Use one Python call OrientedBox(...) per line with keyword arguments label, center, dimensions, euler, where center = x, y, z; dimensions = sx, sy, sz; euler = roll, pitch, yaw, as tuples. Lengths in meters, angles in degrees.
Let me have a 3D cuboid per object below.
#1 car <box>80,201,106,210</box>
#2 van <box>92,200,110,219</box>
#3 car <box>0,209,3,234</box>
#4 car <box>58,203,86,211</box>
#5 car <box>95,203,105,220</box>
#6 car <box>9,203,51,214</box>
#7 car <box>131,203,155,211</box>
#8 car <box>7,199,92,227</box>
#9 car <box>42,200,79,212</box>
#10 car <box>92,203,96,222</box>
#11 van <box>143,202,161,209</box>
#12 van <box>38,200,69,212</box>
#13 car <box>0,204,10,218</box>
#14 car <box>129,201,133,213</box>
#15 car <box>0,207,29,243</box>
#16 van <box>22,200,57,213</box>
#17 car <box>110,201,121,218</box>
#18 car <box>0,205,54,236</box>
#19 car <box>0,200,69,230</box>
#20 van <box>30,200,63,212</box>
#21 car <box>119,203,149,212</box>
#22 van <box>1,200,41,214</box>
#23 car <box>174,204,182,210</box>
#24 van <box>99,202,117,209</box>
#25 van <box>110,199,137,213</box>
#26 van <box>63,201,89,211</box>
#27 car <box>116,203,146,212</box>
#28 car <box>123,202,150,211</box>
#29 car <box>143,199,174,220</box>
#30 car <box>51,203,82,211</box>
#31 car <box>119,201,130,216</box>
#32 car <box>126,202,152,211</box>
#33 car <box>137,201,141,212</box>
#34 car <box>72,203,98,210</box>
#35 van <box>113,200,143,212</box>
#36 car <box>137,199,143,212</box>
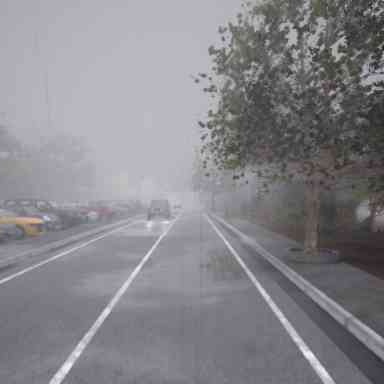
OrientedBox(label="car", center=(-23.348, 3.216, 78.630), dimensions=(5.566, 2.045, 2.435), euler=(0, -2, 0))
OrientedBox(label="van", center=(-10.440, 1.706, 31.378), dimensions=(4.442, 1.987, 1.878), euler=(0, -1, 0))
OrientedBox(label="car", center=(-10.149, 1.538, 11.959), dimensions=(5.366, 1.575, 1.946), euler=(0, -1, 0))
OrientedBox(label="car", center=(-23.382, 2.970, 64.778), dimensions=(4.674, 1.452, 2.002), euler=(0, -2, 0))
OrientedBox(label="car", center=(-10.327, 1.909, 28.596), dimensions=(4.674, 1.452, 2.002), euler=(0, -1, 0))
OrientedBox(label="car", center=(-23.399, 2.313, 48.189), dimensions=(5.008, 1.535, 2.097), euler=(0, -1, 0))
OrientedBox(label="car", center=(-10.295, 3.142, 70.200), dimensions=(4.892, 1.521, 2.231), euler=(0, -2, 0))
OrientedBox(label="car", center=(-10.300, 1.492, 23.052), dimensions=(5.566, 2.045, 2.435), euler=(0, -1, 0))
OrientedBox(label="car", center=(-23.359, 2.459, 59.128), dimensions=(5.566, 2.045, 2.435), euler=(0, -2, 0))
OrientedBox(label="car", center=(-10.356, 1.836, 25.822), dimensions=(4.792, 1.488, 2.163), euler=(0, -1, 0))
OrientedBox(label="van", center=(-10.409, 3.561, 86.853), dimensions=(4.442, 1.987, 1.878), euler=(0, -2, 0))
OrientedBox(label="van", center=(-23.506, 2.377, 56.358), dimensions=(4.442, 1.987, 1.878), euler=(0, -2, 0))
OrientedBox(label="car", center=(-23.394, 2.063, 37.112), dimensions=(4.892, 1.521, 2.231), euler=(0, -1, 0))
OrientedBox(label="car", center=(-10.320, 2.224, 42.474), dimensions=(4.674, 1.452, 2.002), euler=(0, -1, 0))
OrientedBox(label="car", center=(-10.338, 1.581, 14.727), dimensions=(4.892, 1.521, 2.231), euler=(0, -1, 0))
OrientedBox(label="van", center=(-23.276, 2.162, 50.814), dimensions=(4.442, 1.987, 1.878), euler=(0, -2, 0))
OrientedBox(label="car", center=(-10.327, 1.995, 34.148), dimensions=(5.008, 1.535, 2.097), euler=(0, -1, 0))
OrientedBox(label="car", center=(-10.338, 1.627, 17.499), dimensions=(5.008, 1.535, 2.097), euler=(0, -1, 0))
OrientedBox(label="car", center=(-10.361, 1.557, 20.278), dimensions=(4.553, 1.767, 2.185), euler=(0, -1, 0))
OrientedBox(label="van", center=(-23.507, 2.275, 53.715), dimensions=(4.442, 1.987, 1.878), euler=(0, -2, 0))
OrientedBox(label="car", center=(-10.302, 2.710, 59.103), dimensions=(5.008, 1.535, 2.097), euler=(0, -2, 0))
OrientedBox(label="van", center=(-23.278, 2.025, 45.424), dimensions=(4.442, 1.987, 1.878), euler=(0, -1, 0))
OrientedBox(label="car", center=(-3.279, 3.373, 75.918), dimensions=(1.895, 1.301, 4.718), euler=(0, -2, 0))
OrientedBox(label="van", center=(-23.260, 3.782, 92.485), dimensions=(4.442, 1.987, 1.878), euler=(0, -2, 0))
OrientedBox(label="van", center=(-10.199, 2.021, 45.255), dimensions=(4.442, 1.987, 1.878), euler=(0, -1, 0))
OrientedBox(label="van", center=(-23.499, 2.807, 67.431), dimensions=(4.442, 1.987, 1.878), euler=(0, -2, 0))
OrientedBox(label="car", center=(-10.312, 2.643, 56.328), dimensions=(4.674, 1.452, 2.002), euler=(0, -2, 0))
OrientedBox(label="car", center=(-10.275, 2.692, 61.882), dimensions=(4.553, 1.767, 2.185), euler=(0, -2, 0))
OrientedBox(label="car", center=(-3.343, 1.739, 34.493), dimensions=(2.150, 2.045, 5.566), euler=(0, -1, 0))
OrientedBox(label="car", center=(-23.380, 2.822, 62.011), dimensions=(5.008, 1.535, 2.097), euler=(0, -2, 0))
OrientedBox(label="car", center=(-10.289, 2.151, 39.697), dimensions=(4.792, 1.488, 2.163), euler=(0, -1, 0))
OrientedBox(label="car", center=(-10.273, 2.800, 64.656), dimensions=(4.553, 1.767, 2.185), euler=(0, -2, 0))
OrientedBox(label="car", center=(-10.343, 2.340, 48.031), dimensions=(4.792, 1.488, 2.163), euler=(0, -2, 0))
OrientedBox(label="car", center=(-23.374, 3.252, 73.083), dimensions=(5.008, 1.535, 2.097), euler=(0, -2, 0))
OrientedBox(label="van", center=(-10.194, 2.269, 53.564), dimensions=(4.442, 1.987, 1.878), euler=(0, -2, 0))
OrientedBox(label="car", center=(-10.341, 2.136, 50.791), dimensions=(5.566, 2.045, 2.435), euler=(0, -2, 0))
